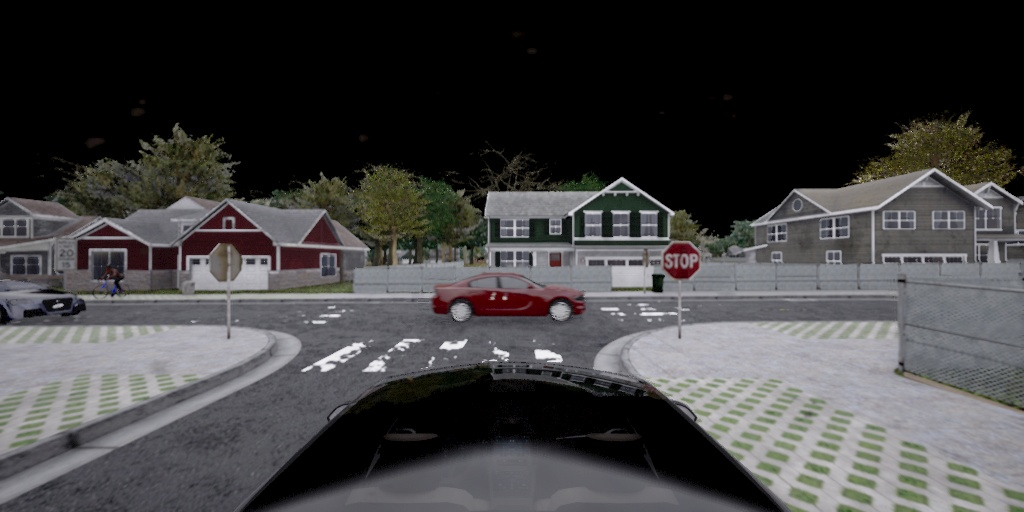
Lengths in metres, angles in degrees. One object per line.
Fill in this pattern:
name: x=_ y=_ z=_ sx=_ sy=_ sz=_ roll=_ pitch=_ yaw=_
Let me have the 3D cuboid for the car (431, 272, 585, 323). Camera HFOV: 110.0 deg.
car: x=-0.121 y=1.280 z=11.844 sx=5.008 sy=1.535 sz=1.882 roll=0 pitch=0 yaw=1

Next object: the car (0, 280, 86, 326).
car: x=-17.184 y=1.506 z=12.024 sx=4.181 sy=1.385 sz=1.994 roll=-1 pitch=0 yaw=1

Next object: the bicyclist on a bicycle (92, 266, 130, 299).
bicyclist on a bicycle: x=-19.995 y=1.300 z=17.909 sx=0.582 sy=1.620 sz=1.656 roll=0 pitch=0 yaw=1
